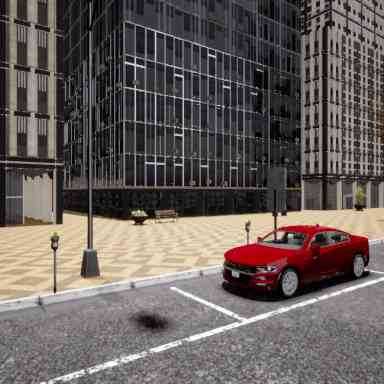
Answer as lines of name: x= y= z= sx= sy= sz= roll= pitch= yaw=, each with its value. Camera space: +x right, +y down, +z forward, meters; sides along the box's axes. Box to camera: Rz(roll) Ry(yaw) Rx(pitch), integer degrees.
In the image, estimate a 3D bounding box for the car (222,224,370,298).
car: x=2.774 y=1.545 z=8.528 sx=4.507 sy=1.381 sz=1.887 roll=0 pitch=0 yaw=-35
